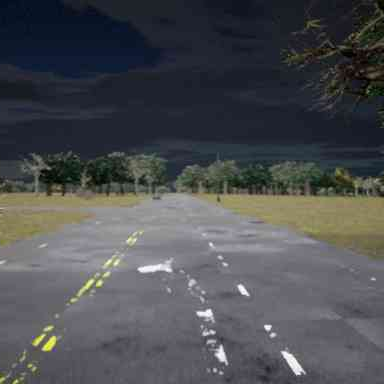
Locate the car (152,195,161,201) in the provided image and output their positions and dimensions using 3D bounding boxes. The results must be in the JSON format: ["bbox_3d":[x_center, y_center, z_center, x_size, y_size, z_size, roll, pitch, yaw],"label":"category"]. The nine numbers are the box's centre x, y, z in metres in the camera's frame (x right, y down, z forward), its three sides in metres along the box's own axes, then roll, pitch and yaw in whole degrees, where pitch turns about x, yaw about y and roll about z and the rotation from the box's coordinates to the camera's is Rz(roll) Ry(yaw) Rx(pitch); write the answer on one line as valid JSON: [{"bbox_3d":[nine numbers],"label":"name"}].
[{"bbox_3d":[-7.664,1.259,72.424,2.033,1.411,5.357,0,0,-3],"label":"car"}]
